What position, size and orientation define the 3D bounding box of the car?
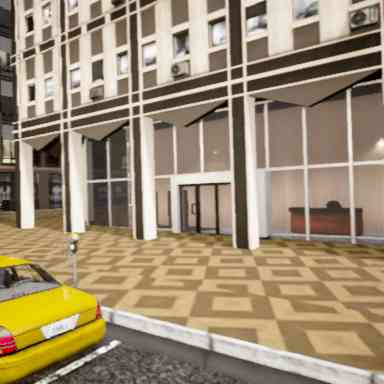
[{"bbox_3d":[-3.462,1.538,5.078,4.829,1.417,1.752,-1,-1,33],"label":"car"}]
